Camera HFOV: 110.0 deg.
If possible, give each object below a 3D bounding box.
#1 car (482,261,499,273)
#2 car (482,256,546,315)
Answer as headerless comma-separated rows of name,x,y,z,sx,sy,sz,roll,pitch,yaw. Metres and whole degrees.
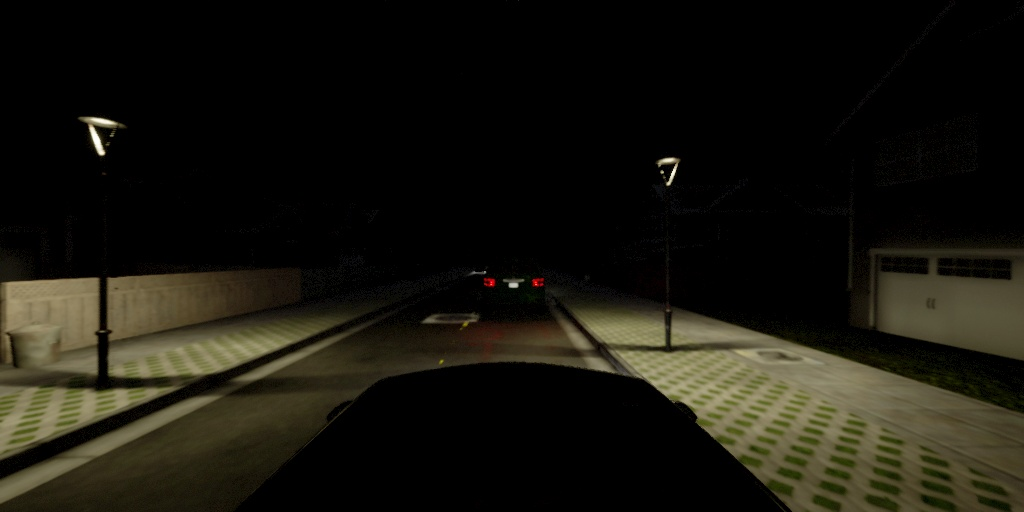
car,-2.792,1.418,47.696,1.994,1.385,4.181,0,0,0
car,0.073,1.006,13.946,2.150,2.045,5.566,0,0,0
